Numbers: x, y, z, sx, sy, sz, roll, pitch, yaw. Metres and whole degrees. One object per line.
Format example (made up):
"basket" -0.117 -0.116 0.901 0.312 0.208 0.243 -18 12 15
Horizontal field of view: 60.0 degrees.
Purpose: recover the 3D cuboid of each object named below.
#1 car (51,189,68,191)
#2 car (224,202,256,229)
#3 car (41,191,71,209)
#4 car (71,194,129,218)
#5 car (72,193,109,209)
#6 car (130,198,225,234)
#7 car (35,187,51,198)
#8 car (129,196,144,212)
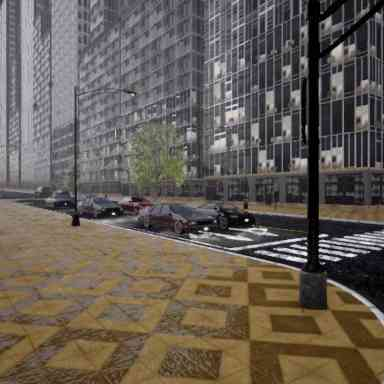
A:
"car" -25.349 0.271 65.040 1.837 1.490 4.892 0 1 -38
"car" 1.721 1.308 19.523 1.994 1.385 4.181 0 1 -38
"car" -13.397 0.939 33.562 1.994 1.385 4.181 0 1 -38
"car" -7.188 1.107 25.614 2.033 1.411 5.357 0 1 -38
"car" -11.025 0.912 35.804 2.033 1.411 5.357 0 1 -38
"car" -0.970 1.291 17.687 2.033 1.411 5.357 0 1 -38
"car" -28.475 -0.026 63.763 2.150 2.045 5.566 0 1 -38
"car" -4.610 1.081 27.592 1.812 1.442 4.674 0 1 -38
